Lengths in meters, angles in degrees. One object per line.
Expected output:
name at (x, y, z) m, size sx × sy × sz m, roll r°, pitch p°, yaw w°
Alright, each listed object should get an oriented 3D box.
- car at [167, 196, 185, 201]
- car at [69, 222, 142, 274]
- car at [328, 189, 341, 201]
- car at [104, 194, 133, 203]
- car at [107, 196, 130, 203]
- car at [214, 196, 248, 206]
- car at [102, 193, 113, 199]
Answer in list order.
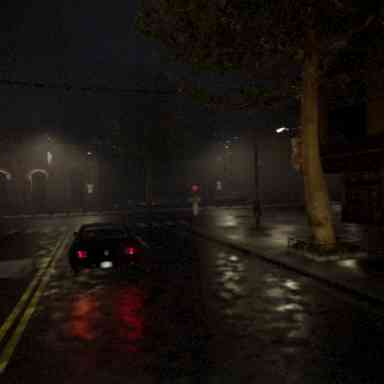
car at (-3.022, 1.153, 70.282) m, size 4.674 × 1.452 × 2.002 m, roll -2°, pitch 0°, yaw -16°
car at (-2.889, 1.643, 10.922) m, size 1.895 × 1.301 × 4.718 m, roll -2°, pitch 0°, yaw -16°
car at (24.874, 0.402, 53.925) m, size 5.566 × 2.045 × 2.150 m, roll -2°, pitch 0°, yaw -16°
car at (-13.583, 1.572, 62.930) m, size 4.786 × 1.482 × 2.161 m, roll -2°, pitch 0°, yaw -16°
car at (-16.412, 1.662, 74.188) m, size 4.718 × 1.301 × 1.895 m, roll -2°, pitch 0°, yaw -16°
car at (5.640, 1.267, 48.463) m, size 4.718 × 1.301 × 1.895 m, roll -2°, pitch 0°, yaw -16°
car at (-22.373, 1.334, 91.722) m, size 5.566 × 2.045 × 2.435 m, roll -2°, pitch 0°, yaw -16°
